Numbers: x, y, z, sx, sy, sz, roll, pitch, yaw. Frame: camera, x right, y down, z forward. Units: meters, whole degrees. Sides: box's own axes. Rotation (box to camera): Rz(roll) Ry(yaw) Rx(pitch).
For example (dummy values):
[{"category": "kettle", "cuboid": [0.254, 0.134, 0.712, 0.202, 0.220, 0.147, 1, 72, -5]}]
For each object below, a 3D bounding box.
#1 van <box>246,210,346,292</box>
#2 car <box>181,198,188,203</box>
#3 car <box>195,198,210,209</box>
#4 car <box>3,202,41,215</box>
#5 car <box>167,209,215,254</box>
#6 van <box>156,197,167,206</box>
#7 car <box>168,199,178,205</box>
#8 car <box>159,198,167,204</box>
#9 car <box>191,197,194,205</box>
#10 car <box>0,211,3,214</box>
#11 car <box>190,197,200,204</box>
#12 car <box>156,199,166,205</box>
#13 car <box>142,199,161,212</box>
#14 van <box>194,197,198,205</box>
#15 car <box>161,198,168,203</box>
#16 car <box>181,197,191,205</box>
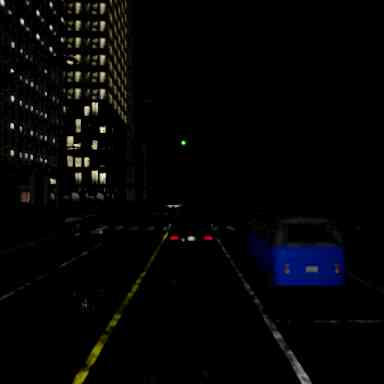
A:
[{"category": "van", "cuboid": [2.547, 1.428, 8.940, 1.690, 1.788, 3.998, 0, -1, 0]}, {"category": "car", "cuboid": [-1.967, 2.225, 87.409, 1.895, 1.301, 4.718, 0, 0, -3]}, {"category": "car", "cuboid": [1.857, 2.018, 52.652, 1.752, 1.417, 4.829, 0, -1, -2]}, {"category": "car", "cuboid": [-18.250, 1.719, 35.290, 4.206, 1.307, 1.802, 1, -1, 3]}, {"category": "car", "cuboid": [-0.044, 1.683, 14.014, 2.033, 1.411, 5.357, 0, -1, 0]}, {"category": "van", "cuboid": [-6.677, 1.977, 68.728, 1.690, 1.788, 3.998, 0, -1, -2]}, {"category": "car", "cuboid": [-4.149, 2.232, 73.746, 1.994, 1.385, 4.181, 0, -1, -2]}, {"category": "car", "cuboid": [-7.340, 2.325, 85.354, 1.887, 1.381, 4.507, 0, 0, -2]}, {"category": "car", "cuboid": [1.128, 2.214, 74.816, 1.752, 1.417, 4.829, 0, 0, -2]}, {"category": "car", "cuboid": [-18.269, 1.663, 27.176, 4.206, 1.307, 1.802, 1, -1, 3]}, {"category": "car", "cuboid": [0.676, 2.098, 85.736, 2.192, 1.841, 5.009, 0, 0, -3]}, {"category": "car", "cuboid": [-6.882, 2.229, 74.268, 1.887, 1.381, 4.507, 0, 0, -2]}, {"category": "car", "cuboid": [-5.870, 1.989, 46.556, 2.008, 1.369, 4.403, 0, -1, -1]}, {"category": "van", "cuboid": [1.703, 1.882, 58.025, 1.690, 1.788, 3.998, 0, -1, -2]}, {"category": "car", "cuboid": [-7.596, 2.409, 90.898, 1.802, 1.307, 4.206, 0, 0, -3]}, {"category": "car", "cuboid": [-1.487, 2.046, 76.096, 2.097, 1.767, 4.553, 0, 0, -2]}]
